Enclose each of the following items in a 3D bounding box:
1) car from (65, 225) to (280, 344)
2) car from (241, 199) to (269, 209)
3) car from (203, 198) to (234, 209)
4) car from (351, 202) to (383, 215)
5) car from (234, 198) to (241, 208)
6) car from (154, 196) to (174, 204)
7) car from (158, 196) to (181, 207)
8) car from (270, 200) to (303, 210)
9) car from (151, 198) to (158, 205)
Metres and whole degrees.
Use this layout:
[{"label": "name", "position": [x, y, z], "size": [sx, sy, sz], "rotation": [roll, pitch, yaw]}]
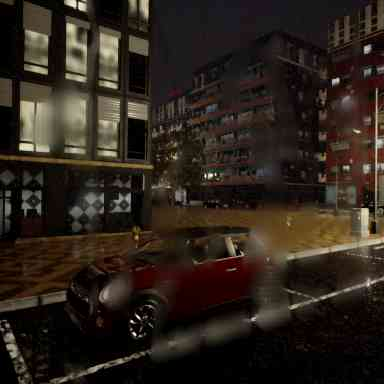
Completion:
[{"label": "car", "position": [-0.237, 1.441, 6.372], "size": [4.097, 1.590, 1.967], "rotation": [0, 1, -35]}, {"label": "car", "position": [10.093, 1.800, 50.610], "size": [1.887, 1.381, 4.507], "rotation": [1, -1, -35]}, {"label": "car", "position": [3.243, 1.677, 45.783], "size": [2.008, 1.369, 4.403], "rotation": [1, -1, -35]}, {"label": "car", "position": [19.901, 1.730, 36.710], "size": [1.947, 1.339, 4.313], "rotation": [1, -1, -35]}, {"label": "car", "position": [6.824, 1.725, 55.244], "size": [1.967, 1.590, 4.097], "rotation": [1, -1, -35]}, {"label": "car", "position": [-6.253, 1.724, 73.779], "size": [2.192, 1.841, 5.009], "rotation": [1, -1, -35]}, {"label": "car", "position": [-3.296, 1.733, 55.050], "size": [1.887, 1.381, 4.507], "rotation": [1, -1, -35]}, {"label": "car", "position": [13.362, 1.806, 45.976], "size": [1.802, 1.307, 4.206], "rotation": [1, -1, -35]}, {"label": "car", "position": [-6.565, 1.763, 59.683], "size": [1.887, 1.381, 4.507], "rotation": [1, -1, -35]}]
